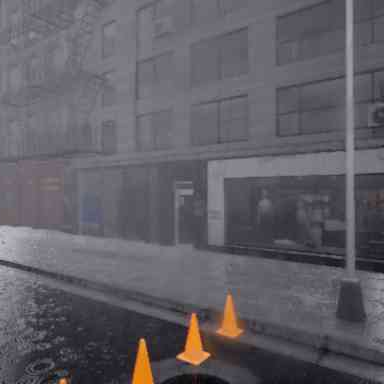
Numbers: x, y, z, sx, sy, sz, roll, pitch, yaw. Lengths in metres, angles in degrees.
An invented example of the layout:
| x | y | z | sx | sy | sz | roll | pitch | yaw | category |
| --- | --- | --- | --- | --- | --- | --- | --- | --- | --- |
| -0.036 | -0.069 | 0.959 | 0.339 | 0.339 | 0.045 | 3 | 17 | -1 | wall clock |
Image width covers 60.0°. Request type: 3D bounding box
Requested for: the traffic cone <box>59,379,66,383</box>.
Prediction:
| x | y | z | sx | sy | sz | roll | pitch | yaw | category |
| --- | --- | --- | --- | --- | --- | --- | --- | --- | --- |
| -1.145 | 1.960 | 2.945 | 0.340 | 0.580 | 0.340 | 0 | 0 | 36 | traffic cone |

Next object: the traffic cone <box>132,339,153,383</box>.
| x | y | z | sx | sy | sz | roll | pitch | yaw | category |
| --- | --- | --- | --- | --- | --- | --- | --- | --- | --- |
| -0.563 | 1.963 | 3.758 | 0.340 | 0.580 | 0.340 | 0 | 0 | 36 | traffic cone |

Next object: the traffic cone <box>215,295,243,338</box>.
| x | y | z | sx | sy | sz | roll | pitch | yaw | category |
| --- | --- | --- | --- | --- | --- | --- | --- | --- | --- |
| 0.601 | 1.968 | 5.384 | 0.340 | 0.580 | 0.340 | 0 | 0 | 36 | traffic cone |

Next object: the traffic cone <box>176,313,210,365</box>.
| x | y | z | sx | sy | sz | roll | pitch | yaw | category |
| --- | --- | --- | --- | --- | --- | --- | --- | --- | --- |
| 0.019 | 1.966 | 4.571 | 0.340 | 0.580 | 0.340 | 0 | 0 | 36 | traffic cone |
